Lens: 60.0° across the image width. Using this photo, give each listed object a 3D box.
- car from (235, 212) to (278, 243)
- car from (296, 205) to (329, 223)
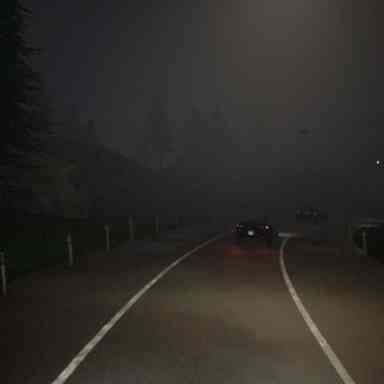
[{"bbox_3d":[3.615,1.843,18.201,1.812,1.442,4.674,1,-1,20],"label":"car"},{"bbox_3d":[12.295,2.135,33.660,2.097,1.767,4.553,3,0,37],"label":"car"}]
